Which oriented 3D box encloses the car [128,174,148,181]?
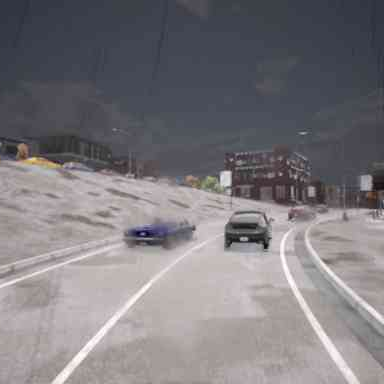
[{"bbox_3d":[-9.551,-2.099,52.591,2.002,1.452,4.674,-1,-4,26],"label":"car"}]

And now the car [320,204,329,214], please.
[{"bbox_3d":[21.663,2.843,55.947,2.128,1.511,4.902,-2,-3,33],"label":"car"}]

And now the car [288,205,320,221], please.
[{"bbox_3d":[10.644,1.980,32.137,1.812,1.442,4.674,-2,-2,32],"label":"car"}]

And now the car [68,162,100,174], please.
[{"bbox_3d":[-14.519,-2.871,42.529,2.185,1.767,4.553,-1,-4,28],"label":"car"}]

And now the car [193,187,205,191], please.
[{"bbox_3d":[0.813,-0.350,78.219,2.002,1.452,4.674,-1,-4,19],"label":"car"}]

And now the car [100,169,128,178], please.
[{"bbox_3d":[-11.941,-2.408,47.626,2.163,1.488,4.792,-1,-4,27],"label":"car"}]

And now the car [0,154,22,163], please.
[{"bbox_3d":[-19.841,-3.294,32.828,2.002,1.452,4.674,-2,-4,30],"label":"car"}]

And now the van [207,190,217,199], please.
[{"bbox_3d":[5.828,0.727,94.167,1.878,1.987,4.442,-1,-5,16],"label":"van"}]

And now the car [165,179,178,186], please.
[{"bbox_3d":[-5.092,-1.635,62.700,2.185,1.767,4.553,-1,-4,23],"label":"car"}]

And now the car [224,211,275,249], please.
[{"bbox_3d":[2.685,1.623,15.375,1.837,1.490,4.892,-1,-1,15],"label":"car"}]

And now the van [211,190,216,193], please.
[{"bbox_3d":[4.287,0.260,88.867,1.878,1.987,4.442,-1,-5,18],"label":"van"}]

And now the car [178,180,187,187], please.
[{"bbox_3d":[-2.981,-1.408,67.895,2.435,2.045,5.566,-1,-4,22],"label":"car"}]

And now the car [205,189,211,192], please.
[{"bbox_3d":[2.568,0.071,83.460,2.002,1.452,4.674,-1,-5,18],"label":"car"}]

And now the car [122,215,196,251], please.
[{"bbox_3d":[-1.295,1.733,15.011,1.895,1.301,4.718,-1,-1,16],"label":"car"}]

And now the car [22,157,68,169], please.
[{"bbox_3d":[-17.122,-3.041,37.658,2.097,1.535,5.008,-1,-4,29],"label":"car"}]

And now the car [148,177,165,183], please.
[{"bbox_3d":[-7.308,-1.840,57.521,2.231,1.521,4.892,-1,-4,24],"label":"car"}]
